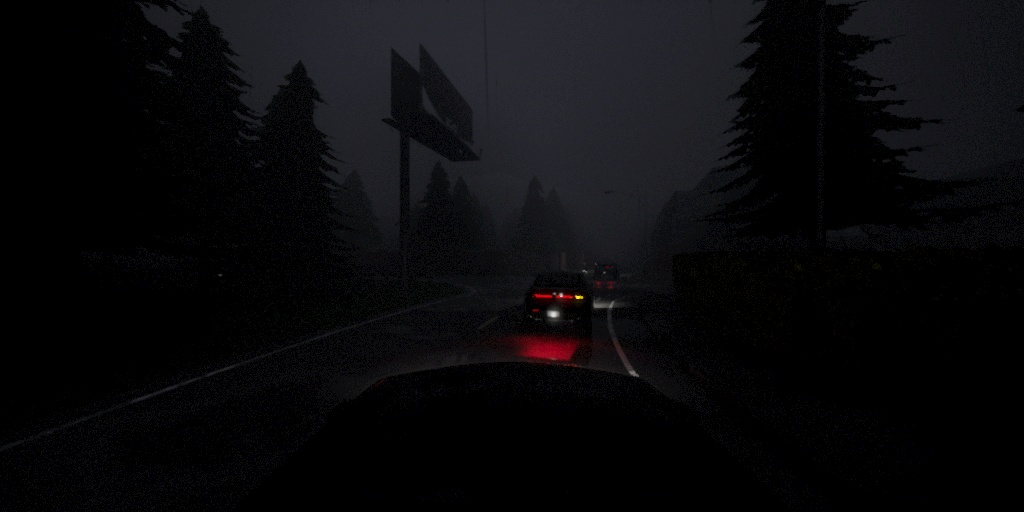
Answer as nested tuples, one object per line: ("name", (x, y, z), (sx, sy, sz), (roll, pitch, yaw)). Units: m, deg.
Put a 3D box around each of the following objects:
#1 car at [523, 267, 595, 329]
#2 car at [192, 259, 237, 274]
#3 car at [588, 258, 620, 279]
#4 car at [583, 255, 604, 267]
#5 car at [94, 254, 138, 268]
("car", (1.587, 1.227, 11.291), (1.837, 1.490, 4.892), (0, -1, 13))
("car", (-27.784, 0.955, 33.724), (4.181, 1.385, 1.994), (0, 0, 19))
("car", (8.230, 1.159, 30.942), (2.128, 1.511, 4.902), (0, -1, 20))
("car", (11.088, 0.986, 49.571), (2.097, 1.767, 4.553), (0, 0, 20))
("car", (-43.223, 0.524, 39.129), (5.008, 1.535, 1.882), (0, 0, 19))
